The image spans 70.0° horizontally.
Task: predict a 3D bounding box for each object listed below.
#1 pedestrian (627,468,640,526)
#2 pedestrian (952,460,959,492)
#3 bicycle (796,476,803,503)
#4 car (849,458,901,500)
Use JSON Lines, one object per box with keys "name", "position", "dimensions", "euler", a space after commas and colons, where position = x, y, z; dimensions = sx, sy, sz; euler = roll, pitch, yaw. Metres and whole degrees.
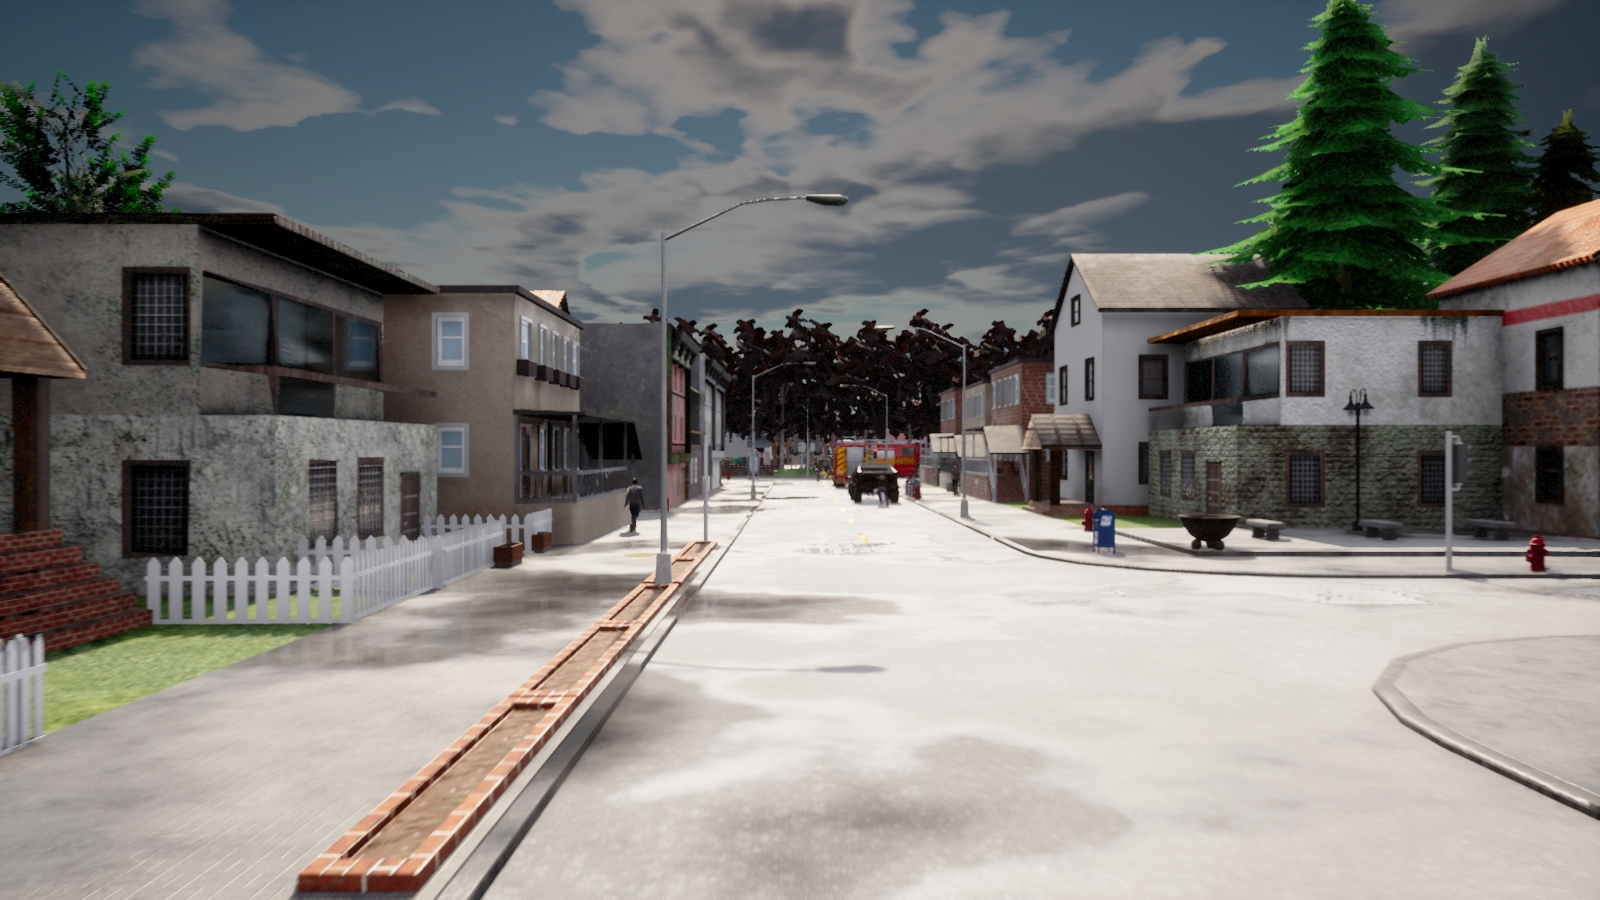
{"name": "pedestrian", "position": [-5.425, 1.524, 37.238], "dimensions": [0.375, 1.860, 0.375], "euler": [0, 0, 4]}
{"name": "pedestrian", "position": [9.174, 1.525, 67.349], "dimensions": [0.375, 1.860, 0.375], "euler": [0, 0, 2]}
{"name": "bicycle", "position": [-0.027, 1.940, 56.261], "dimensions": [0.329, 1.271, 1.835], "euler": [0, 0, 0]}
{"name": "car", "position": [4.022, 1.534, 62.305], "dimensions": [2.390, 2.098, 6.274], "euler": [0, 0, 0]}
